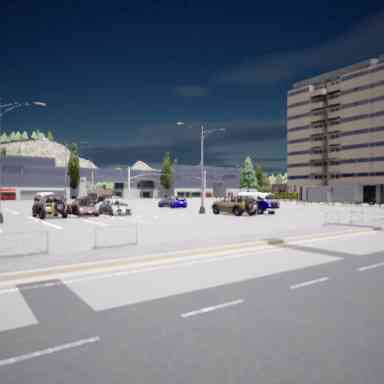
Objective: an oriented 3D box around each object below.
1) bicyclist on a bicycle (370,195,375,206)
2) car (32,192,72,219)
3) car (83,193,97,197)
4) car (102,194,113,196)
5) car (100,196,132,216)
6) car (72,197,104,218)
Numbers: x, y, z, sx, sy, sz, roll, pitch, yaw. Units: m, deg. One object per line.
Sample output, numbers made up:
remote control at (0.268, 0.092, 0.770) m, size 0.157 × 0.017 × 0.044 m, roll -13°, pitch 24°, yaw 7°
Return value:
bicyclist on a bicycle at (27.451, 1.329, 50.532) m, size 1.656 × 1.620 × 0.582 m, roll 0°, pitch 0°, yaw -35°
car at (-11.455, 1.171, 26.753) m, size 1.932 × 1.855 × 4.605 m, roll 0°, pitch 0°, yaw -35°
car at (-18.713, 1.173, 61.521) m, size 1.905 × 1.878 × 3.866 m, roll 0°, pitch 0°, yaw -35°
car at (-10.883, 1.413, 45.674) m, size 1.970 × 1.475 × 3.806 m, roll 0°, pitch 0°, yaw -35°
car at (-6.919, 1.414, 30.002) m, size 1.970 × 1.475 × 3.806 m, roll 0°, pitch 0°, yaw -35°
car at (-9.288, 1.382, 28.338) m, size 1.784 × 1.438 × 3.905 m, roll 0°, pitch 0°, yaw -35°
